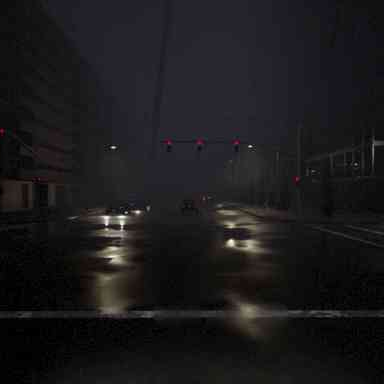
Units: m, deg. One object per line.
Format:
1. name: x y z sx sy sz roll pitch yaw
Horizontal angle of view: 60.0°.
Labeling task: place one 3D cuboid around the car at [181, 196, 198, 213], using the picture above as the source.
1. car: -0.269 1.547 37.678 2.033 1.411 5.357 0 0 0

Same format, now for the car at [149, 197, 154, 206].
1. car: -7.375 1.547 54.506 2.033 1.411 5.357 0 0 1

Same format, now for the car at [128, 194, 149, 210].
1. car: -7.480 1.221 44.042 2.150 2.045 5.566 0 0 1

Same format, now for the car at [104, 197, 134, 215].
1. car: -7.488 1.526 34.132 1.812 1.442 4.674 0 0 0

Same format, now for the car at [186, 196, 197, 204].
1. car: -0.061 1.547 65.991 2.033 1.411 5.357 0 0 1

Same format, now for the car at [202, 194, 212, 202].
1. car: 3.418 1.355 74.492 2.097 1.767 4.553 0 0 1

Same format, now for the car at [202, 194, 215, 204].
1. car: 3.419 1.491 64.627 2.128 1.511 4.902 0 0 1
